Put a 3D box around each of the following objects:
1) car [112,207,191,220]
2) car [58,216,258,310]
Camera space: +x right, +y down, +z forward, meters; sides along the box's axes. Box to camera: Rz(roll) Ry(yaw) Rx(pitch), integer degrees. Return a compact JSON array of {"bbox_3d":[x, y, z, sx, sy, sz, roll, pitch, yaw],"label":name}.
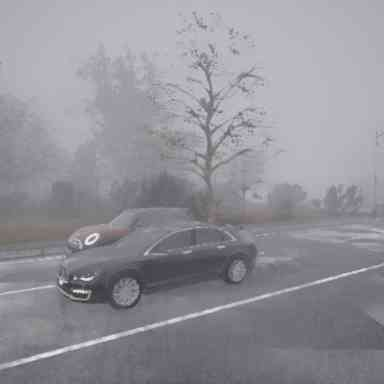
[{"bbox_3d":[-1.803,1.343,11.290,4.553,1.767,2.097,0,0,-35],"label":"car"},{"bbox_3d":[-0.563,1.498,7.880,4.892,1.490,1.837,0,0,-35],"label":"car"}]
